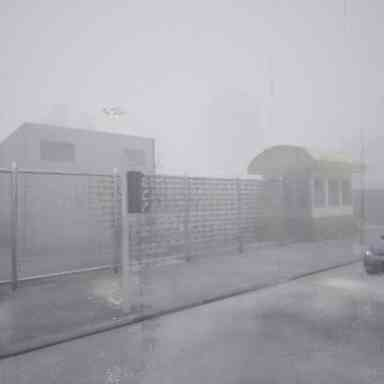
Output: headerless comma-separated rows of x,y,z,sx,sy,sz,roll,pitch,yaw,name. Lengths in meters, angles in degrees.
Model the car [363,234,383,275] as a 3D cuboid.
7.095,1.723,10.274,4.674,1.442,1.812,0,-2,-38,car
